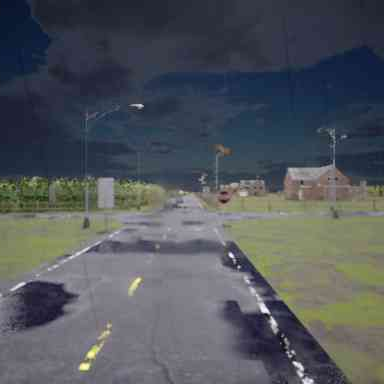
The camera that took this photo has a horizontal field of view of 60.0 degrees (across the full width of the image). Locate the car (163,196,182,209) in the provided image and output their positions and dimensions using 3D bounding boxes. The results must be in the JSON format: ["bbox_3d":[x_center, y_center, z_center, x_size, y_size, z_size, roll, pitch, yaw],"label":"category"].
[{"bbox_3d":[-2.757,1.498,45.038,1.882,1.535,5.008,0,1,1],"label":"car"}]
